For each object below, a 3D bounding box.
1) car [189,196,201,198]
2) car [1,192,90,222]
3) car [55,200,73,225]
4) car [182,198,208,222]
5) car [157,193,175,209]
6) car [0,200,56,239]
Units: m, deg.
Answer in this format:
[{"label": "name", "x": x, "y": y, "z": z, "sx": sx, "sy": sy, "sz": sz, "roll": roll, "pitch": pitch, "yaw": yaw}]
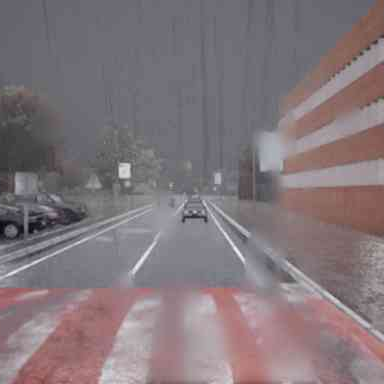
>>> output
[{"label": "car", "x": 0.342, "y": 1.183, "z": 41.434, "sx": 2.128, "sy": 1.511, "sz": 4.902, "roll": 0, "pitch": 1, "yaw": 1}, {"label": "car", "x": -9.477, "y": 1.019, "z": 21.360, "sx": 5.566, "sy": 2.045, "sz": 2.435, "roll": 0, "pitch": 1, "yaw": 0}, {"label": "car", "x": -9.489, "y": 1.335, "z": 18.538, "sx": 4.674, "sy": 1.452, "sz": 2.002, "roll": 0, "pitch": 1, "yaw": 0}, {"label": "car", "x": 0.200, "y": 1.385, "z": 24.783, "sx": 2.033, "sy": 1.411, "sz": 5.357, "roll": 0, "pitch": 0, "yaw": 0}, {"label": "car", "x": -3.106, "y": 1.189, "z": 40.826, "sx": 2.128, "sy": 1.511, "sz": 4.902, "roll": 0, "pitch": 1, "yaw": 1}, {"label": "car", "x": -9.474, "y": 1.320, "z": 15.710, "sx": 5.008, "sy": 1.535, "sz": 2.097, "roll": 0, "pitch": 1, "yaw": 0}]
